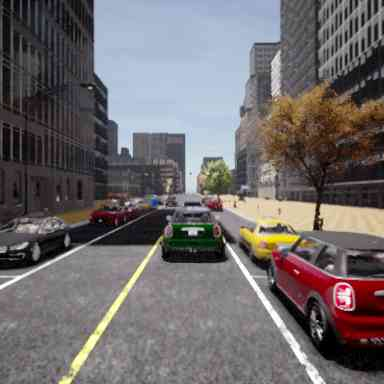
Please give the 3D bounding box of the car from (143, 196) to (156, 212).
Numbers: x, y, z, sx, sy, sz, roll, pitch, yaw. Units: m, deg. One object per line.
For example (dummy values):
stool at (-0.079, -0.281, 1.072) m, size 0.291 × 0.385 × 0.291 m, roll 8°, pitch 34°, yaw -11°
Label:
car at (-5.684, 1.511, 39.293) m, size 1.752 × 1.417 × 4.829 m, roll 0°, pitch 0°, yaw 0°

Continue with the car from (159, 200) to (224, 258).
car at (0.046, 1.347, 12.913) m, size 2.097 × 1.767 × 4.553 m, roll 0°, pitch 0°, yaw 0°

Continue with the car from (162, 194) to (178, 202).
car at (-3.082, 1.488, 50.208) m, size 1.837 × 1.490 × 4.892 m, roll 0°, pitch -1°, yaw 0°

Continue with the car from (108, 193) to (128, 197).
car at (-17.142, 1.071, 74.725) m, size 5.009 × 1.841 × 2.192 m, roll 1°, pitch -1°, yaw -1°

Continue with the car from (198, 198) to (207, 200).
car at (0.046, 1.496, 28.005) m, size 1.837 × 1.490 × 4.892 m, roll 0°, pitch 0°, yaw 0°

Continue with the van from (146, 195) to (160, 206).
van at (-5.682, 1.324, 45.003) m, size 1.690 × 1.788 × 3.998 m, roll 0°, pitch 0°, yaw 0°

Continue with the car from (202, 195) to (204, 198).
car at (2.698, 1.423, 45.002) m, size 1.967 × 1.590 × 4.097 m, roll 0°, pitch 0°, yaw 0°

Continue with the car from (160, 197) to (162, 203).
car at (-5.682, 1.545, 56.081) m, size 1.947 × 1.339 × 4.313 m, roll 0°, pitch 0°, yaw 0°

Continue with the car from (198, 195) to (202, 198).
car at (2.698, 1.543, 61.620) m, size 1.947 × 1.339 × 4.313 m, roll 0°, pitch 0°, yaw 0°

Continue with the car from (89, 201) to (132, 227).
car at (-5.685, 1.536, 22.846) m, size 1.887 × 1.381 × 4.507 m, roll 0°, pitch 0°, yaw 0°

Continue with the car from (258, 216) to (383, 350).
car at (2.695, 1.438, 6.228) m, size 1.967 × 1.590 × 4.097 m, roll 0°, pitch 0°, yaw 0°

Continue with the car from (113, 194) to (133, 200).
car at (-17.262, 1.338, 83.100) m, size 4.507 × 1.381 × 1.887 m, roll 1°, pitch -1°, yaw -1°

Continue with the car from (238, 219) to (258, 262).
car at (2.695, 1.521, 11.936) m, size 1.752 × 1.417 × 4.829 m, roll 0°, pitch 0°, yaw 0°

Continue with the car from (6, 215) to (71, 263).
car at (-5.686, 1.547, 11.767) m, size 2.008 × 1.369 × 4.403 m, roll 0°, pitch 0°, yaw 0°

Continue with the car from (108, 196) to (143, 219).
car at (-5.684, 1.430, 28.385) m, size 1.967 × 1.590 × 4.097 m, roll 0°, pitch 0°, yaw 0°

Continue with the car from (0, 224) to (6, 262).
car at (-5.686, 1.438, 6.228) m, size 1.967 × 1.590 × 4.097 m, roll 0°, pitch 0°, yaw 0°

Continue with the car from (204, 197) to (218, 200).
car at (2.696, 1.530, 39.463) m, size 1.887 × 1.381 × 4.507 m, roll 0°, pitch 0°, yaw 0°
